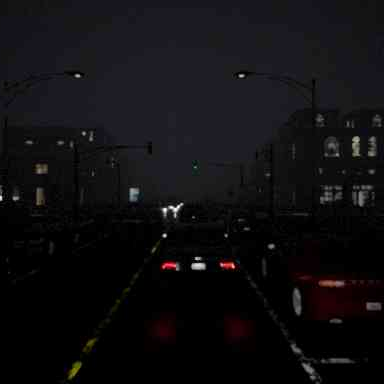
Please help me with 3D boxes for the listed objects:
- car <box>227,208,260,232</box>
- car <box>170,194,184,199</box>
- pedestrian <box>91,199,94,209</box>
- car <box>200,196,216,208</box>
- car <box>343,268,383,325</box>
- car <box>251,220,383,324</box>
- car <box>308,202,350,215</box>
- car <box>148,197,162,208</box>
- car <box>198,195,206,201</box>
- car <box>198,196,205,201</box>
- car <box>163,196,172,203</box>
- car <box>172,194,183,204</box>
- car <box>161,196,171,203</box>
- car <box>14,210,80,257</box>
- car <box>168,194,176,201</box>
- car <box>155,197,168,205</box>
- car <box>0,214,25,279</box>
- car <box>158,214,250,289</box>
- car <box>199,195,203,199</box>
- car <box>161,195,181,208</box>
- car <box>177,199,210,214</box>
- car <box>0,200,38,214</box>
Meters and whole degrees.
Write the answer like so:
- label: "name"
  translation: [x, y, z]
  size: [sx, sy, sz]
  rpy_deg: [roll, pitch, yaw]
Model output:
- label: "car"
  translation: [2.694, 1.591, 18.536]
  size: [2.008, 1.369, 4.403]
  rpy_deg: [0, 0, 0]
- label: "car"
  translation: [-3.067, 1.624, 60.329]
  size: [2.128, 1.511, 4.902]
  rpy_deg: [0, 0, 0]
- label: "pedestrian"
  translation: [-12.553, 1.501, 42.071]
  size: [0.375, 1.300, 0.375]
  rpy_deg: [0, -1, 1]
- label: "car"
  translation: [2.693, 1.677, 50.926]
  size: [1.947, 1.339, 4.313]
  rpy_deg: [0, 0, 0]
- label: "car"
  translation: [2.694, 1.554, 1.460]
  size: [2.008, 1.369, 4.403]
  rpy_deg: [0, 0, 0]
- label: "car"
  translation: [2.694, 1.560, 7.152]
  size: [1.887, 1.381, 4.507]
  rpy_deg: [0, 0, 0]
- label: "car"
  translation: [14.810, 1.728, 36.112]
  size: [4.181, 1.385, 1.994]
  rpy_deg: [0, 0, 1]
- label: "car"
  translation: [-5.688, 1.693, 50.939]
  size: [1.802, 1.307, 4.206]
  rpy_deg: [0, 0, 0]
- label: "car"
  translation: [2.693, 1.642, 89.579]
  size: [1.967, 1.590, 4.097]
  rpy_deg: [0, 0, 0]
- label: "car"
  translation: [2.692, 1.767, 95.101]
  size: [2.008, 1.369, 4.403]
  rpy_deg: [0, 0, 0]
- label: "car"
  translation: [-5.688, 1.700, 78.379]
  size: [1.752, 1.417, 4.829]
  rpy_deg: [0, 0, 0]
- label: "car"
  translation: [-3.002, 1.382, 70.985]
  size: [2.150, 2.045, 5.566]
  rpy_deg: [0, 0, 0]
- label: "car"
  translation: [-5.687, 1.602, 73.027]
  size: [1.967, 1.590, 4.097]
  rpy_deg: [0, 0, 0]
- label: "car"
  translation: [-5.687, 1.579, 12.861]
  size: [2.008, 1.369, 4.403]
  rpy_deg: [0, 0, 0]
- label: "car"
  translation: [-5.687, 1.531, 95.116]
  size: [2.192, 1.841, 5.009]
  rpy_deg: [0, 0, 0]
- label: "car"
  translation: [-5.688, 1.687, 61.982]
  size: [2.008, 1.369, 4.403]
  rpy_deg: [0, 0, 0]
- label: "car"
  translation: [-5.686, 1.456, 7.169]
  size: [1.967, 1.590, 4.097]
  rpy_deg: [0, 0, 0]
- label: "car"
  translation: [0.106, 1.567, 9.297]
  size: [2.033, 1.411, 5.357]
  rpy_deg: [0, 0, -1]
- label: "car"
  translation: [2.693, 1.718, 61.968]
  size: [1.802, 1.307, 4.206]
  rpy_deg: [0, 0, 0]
- label: "car"
  translation: [-3.110, 1.635, 49.977]
  size: [1.812, 1.442, 4.674]
  rpy_deg: [0, 0, 1]
- label: "car"
  translation: [0.100, 1.531, 24.652]
  size: [1.882, 1.535, 5.008]
  rpy_deg: [0, 0, 0]
- label: "car"
  translation: [-18.371, 1.537, 33.425]
  size: [5.357, 1.411, 2.033]
  rpy_deg: [0, 0, 1]
